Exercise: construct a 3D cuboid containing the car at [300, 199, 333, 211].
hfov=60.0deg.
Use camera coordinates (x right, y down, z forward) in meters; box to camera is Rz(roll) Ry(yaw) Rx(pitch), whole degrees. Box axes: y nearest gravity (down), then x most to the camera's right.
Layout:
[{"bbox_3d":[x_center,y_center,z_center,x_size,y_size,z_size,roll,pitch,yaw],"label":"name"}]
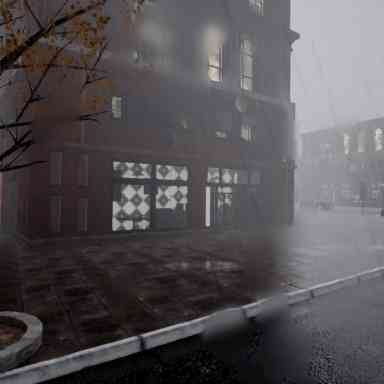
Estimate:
[{"bbox_3d":[15.548,1.617,41.673,2.008,1.369,4.403,1,-1,-28],"label":"car"}]
